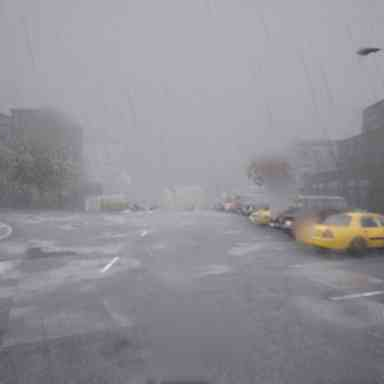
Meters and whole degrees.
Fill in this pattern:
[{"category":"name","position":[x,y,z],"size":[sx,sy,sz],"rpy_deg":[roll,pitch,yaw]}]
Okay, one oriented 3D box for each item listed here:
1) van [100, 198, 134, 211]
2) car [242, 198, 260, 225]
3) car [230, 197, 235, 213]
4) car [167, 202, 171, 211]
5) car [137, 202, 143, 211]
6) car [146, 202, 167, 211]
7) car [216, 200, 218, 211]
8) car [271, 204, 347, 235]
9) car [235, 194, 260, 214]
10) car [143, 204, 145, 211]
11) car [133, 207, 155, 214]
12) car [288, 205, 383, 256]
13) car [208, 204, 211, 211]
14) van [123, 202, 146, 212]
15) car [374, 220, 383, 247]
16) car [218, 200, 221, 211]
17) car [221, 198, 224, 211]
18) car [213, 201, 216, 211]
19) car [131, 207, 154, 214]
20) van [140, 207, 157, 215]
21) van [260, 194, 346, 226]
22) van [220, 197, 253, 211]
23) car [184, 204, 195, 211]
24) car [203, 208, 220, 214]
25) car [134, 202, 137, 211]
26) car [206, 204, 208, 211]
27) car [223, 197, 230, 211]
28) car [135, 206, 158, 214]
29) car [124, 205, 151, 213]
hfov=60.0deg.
[{"category":"van","position":[-11.443,1.905,49.795],"size":[4.442,1.987,1.878],"rpy_deg":[1,-3,-21]},{"category":"car","position":[6.251,1.393,21.276],"size":[5.366,1.575,1.946],"rpy_deg":[1,0,-20]},{"category":"car","position":[6.390,1.418,30.145],"size":[4.892,1.521,2.231],"rpy_deg":[1,-1,-20]},{"category":"car","position":[-5.367,2.949,66.113],"size":[2.150,2.045,5.566],"rpy_deg":[0,-4,0]},{"category":"car","position":[-11.599,2.258,55.747],"size":[5.566,2.045,2.435],"rpy_deg":[1,-4,-21]},{"category":"car","position":[-5.237,2.184,49.569],"size":[1.994,1.385,4.181],"rpy_deg":[0,-3,0]},{"category":"car","position":[6.315,1.840,44.760],"size":[5.008,1.535,2.097],"rpy_deg":[2,-3,-20]},{"category":"car","position":[6.456,1.451,15.484],"size":[4.792,1.488,2.163],"rpy_deg":[1,0,-20]},{"category":"car","position":[6.397,1.137,24.266],"size":[5.566,2.045,2.435],"rpy_deg":[1,0,-20]},{"category":"car","position":[-11.685,2.954,61.681],"size":[4.674,1.452,2.002],"rpy_deg":[1,-4,-21]},{"category":"car","position":[-12.257,4.786,85.481],"size":[5.366,1.575,1.946],"rpy_deg":[1,-5,-21]},{"category":"car","position":[6.604,1.431,12.600],"size":[5.366,1.575,1.946],"rpy_deg":[1,0,-20]},{"category":"car","position":[6.123,2.920,62.319],"size":[5.008,1.535,2.097],"rpy_deg":[2,-4,-21]},{"category":"van","position":[-11.669,3.122,67.718],"size":[4.442,1.987,1.878],"rpy_deg":[1,-5,-21]},{"category":"car","position":[6.596,1.454,6.739],"size":[5.366,1.575,1.946],"rpy_deg":[1,0,-20]},{"category":"car","position":[6.337,1.716,41.835],"size":[4.892,1.521,2.231],"rpy_deg":[2,-3,-20]},{"category":"car","position":[6.523,1.612,38.983],"size":[5.366,1.575,1.946],"rpy_deg":[1,-2,-20]},{"category":"car","position":[6.226,2.179,50.599],"size":[4.792,1.488,2.163],"rpy_deg":[2,-4,-20]},{"category":"car","position":[-12.197,4.530,82.501],"size":[5.366,1.575,1.946],"rpy_deg":[1,-5,-21]},{"category":"van","position":[-12.381,5.371,94.466],"size":[4.442,1.987,1.878],"rpy_deg":[1,-5,-21]},{"category":"van","position":[6.322,1.182,18.360],"size":[4.442,1.987,1.878],"rpy_deg":[1,1,-20]},{"category":"van","position":[6.394,1.764,47.740],"size":[4.442,1.987,1.878],"rpy_deg":[2,-4,-20]},{"category":"car","position":[-0.527,3.781,77.114],"size":[2.150,2.045,5.566],"rpy_deg":[0,-5,-1]},{"category":"car","position":[5.518,5.409,94.484],"size":[4.553,1.767,2.185],"rpy_deg":[3,-6,-21]},{"category":"car","position":[-11.616,2.188,52.724],"size":[4.553,1.767,2.185],"rpy_deg":[0,-4,-21]},{"category":"car","position":[6.005,3.216,68.173],"size":[4.553,1.767,2.185],"rpy_deg":[2,-5,-21]},{"category":"car","position":[6.377,1.528,35.989],"size":[4.892,1.521,2.231],"rpy_deg":[1,-2,-20]},{"category":"car","position":[-12.170,4.804,88.538],"size":[5.566,2.045,2.435],"rpy_deg":[1,-5,-21]},{"category":"car","position":[-11.647,3.572,70.709],"size":[5.366,1.575,1.946],"rpy_deg":[1,-5,-21]}]
